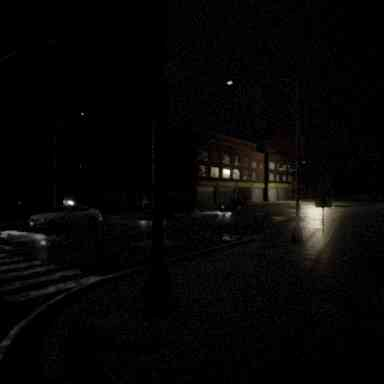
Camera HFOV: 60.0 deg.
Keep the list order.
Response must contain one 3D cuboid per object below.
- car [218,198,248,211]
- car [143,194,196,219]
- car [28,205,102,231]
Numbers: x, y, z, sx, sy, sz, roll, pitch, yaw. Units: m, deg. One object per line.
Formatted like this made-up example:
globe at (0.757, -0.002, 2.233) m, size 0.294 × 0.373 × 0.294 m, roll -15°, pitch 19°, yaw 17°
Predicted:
car at (4.882, 1.429, 39.170) m, size 2.128 × 1.511 × 4.902 m, roll 0°, pitch 0°, yaw 36°
car at (-1.897, 1.202, 29.662) m, size 2.150 × 2.045 × 5.566 m, roll 0°, pitch 0°, yaw 36°
car at (-7.935, 1.545, 21.174) m, size 1.812 × 1.442 × 4.674 m, roll 0°, pitch 0°, yaw 35°
